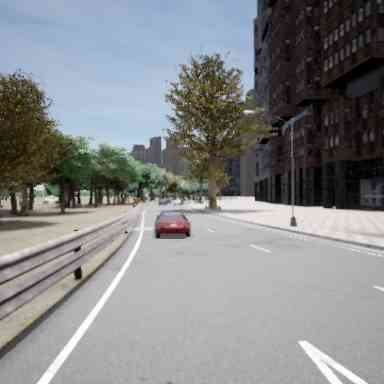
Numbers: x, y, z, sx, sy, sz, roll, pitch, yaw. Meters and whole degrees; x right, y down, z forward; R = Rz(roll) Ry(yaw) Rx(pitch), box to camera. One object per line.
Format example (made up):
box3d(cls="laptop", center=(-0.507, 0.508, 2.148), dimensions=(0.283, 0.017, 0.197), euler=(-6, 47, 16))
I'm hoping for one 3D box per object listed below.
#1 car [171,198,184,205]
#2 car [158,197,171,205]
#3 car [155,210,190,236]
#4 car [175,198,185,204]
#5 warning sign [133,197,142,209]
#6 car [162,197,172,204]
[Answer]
box3d(cls="car", center=(-3.447, 2.447, 80.348), dimensions=(1.812, 1.442, 4.674), euler=(0, -1, 1))
box3d(cls="car", center=(-6.951, 2.461, 79.441), dimensions=(2.033, 1.411, 5.357), euler=(0, -1, 1))
box3d(cls="car", center=(-1.234, 1.790, 19.929), dimensions=(1.994, 1.385, 4.181), euler=(0, -1, -7))
box3d(cls="car", center=(-3.226, 2.457, 90.477), dimensions=(2.128, 1.511, 4.902), euler=(0, -1, 3))
box3d(cls="warning sign", center=(-8.734, 1.742, 53.121), dimensions=(1.300, 1.860, 1.060), euler=(0, -1, -6))
box3d(cls="car", center=(-6.762, 2.254, 89.734), dimensions=(2.097, 1.767, 4.553), euler=(0, -1, 3))
